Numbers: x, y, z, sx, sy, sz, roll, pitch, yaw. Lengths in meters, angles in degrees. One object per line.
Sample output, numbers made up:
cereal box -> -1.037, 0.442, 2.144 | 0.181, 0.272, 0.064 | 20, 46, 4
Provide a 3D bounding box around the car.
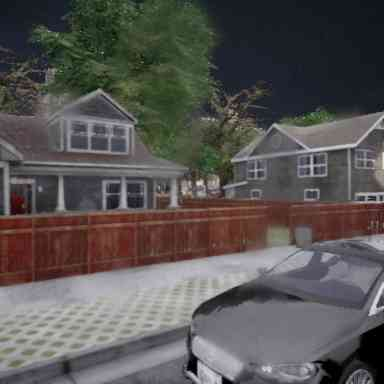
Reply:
car -> 2.177, 1.491, 4.540 | 4.902, 1.511, 2.128 | 0, 0, -35
